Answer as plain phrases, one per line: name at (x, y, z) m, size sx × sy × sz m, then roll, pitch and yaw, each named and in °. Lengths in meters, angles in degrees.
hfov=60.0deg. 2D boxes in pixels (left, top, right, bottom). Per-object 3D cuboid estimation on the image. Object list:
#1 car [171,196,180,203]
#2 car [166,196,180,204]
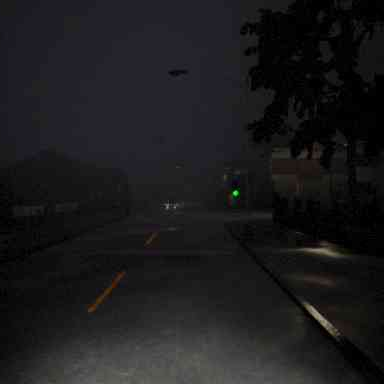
car at (-3.984, 1.861, 81.327) m, size 1.882 × 1.535 × 5.008 m, roll 0°, pitch 0°, yaw 0°
car at (-3.986, 1.662, 65.839) m, size 1.837 × 1.490 × 4.892 m, roll 1°, pitch -1°, yaw 0°
